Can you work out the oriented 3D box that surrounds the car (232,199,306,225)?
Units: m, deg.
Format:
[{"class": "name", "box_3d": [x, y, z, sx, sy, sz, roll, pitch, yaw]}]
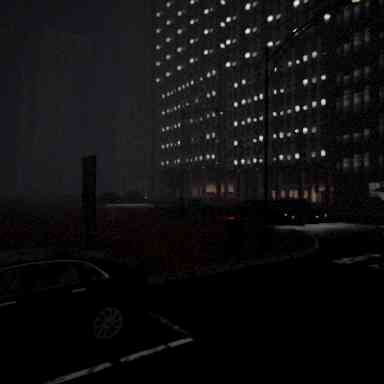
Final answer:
[{"class": "car", "box_3d": [4.678, 1.224, 21.896, 1.837, 1.490, 4.892, 1, 1, -35]}]

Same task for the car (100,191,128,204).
[{"class": "car", "box_3d": [-10.635, 0.789, 43.993, 1.837, 1.490, 4.892, 1, 0, -35]}]

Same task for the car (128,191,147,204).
[{"class": "car", "box_3d": [-7.937, 0.669, 45.808, 2.097, 1.767, 4.553, 1, 1, -35]}]

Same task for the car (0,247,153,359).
[{"class": "car", "box_3d": [-2.702, 1.550, 4.781, 4.403, 1.369, 2.008, 0, 1, -35]}]

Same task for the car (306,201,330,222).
[{"class": "car", "box_3d": [7.372, 1.256, 23.715, 1.837, 1.490, 4.892, 1, 1, -35]}]
